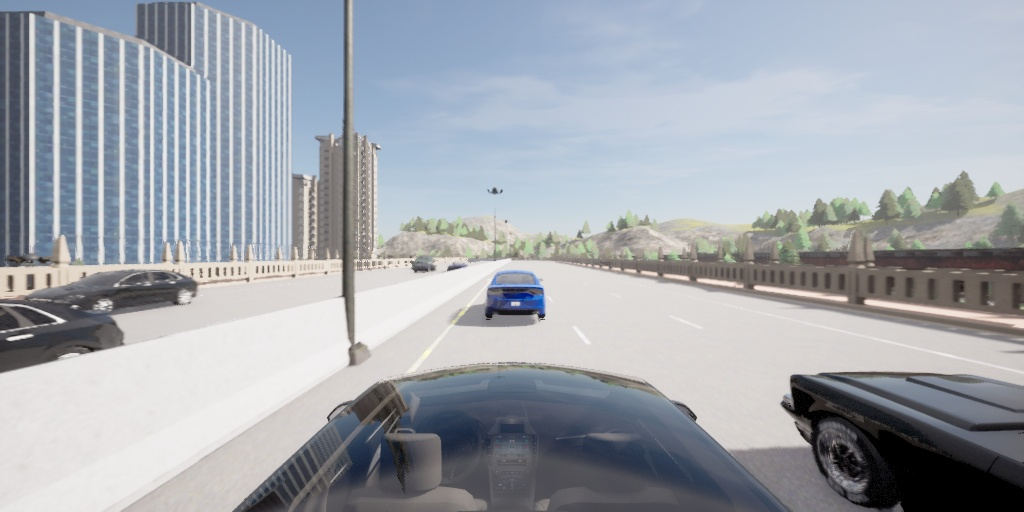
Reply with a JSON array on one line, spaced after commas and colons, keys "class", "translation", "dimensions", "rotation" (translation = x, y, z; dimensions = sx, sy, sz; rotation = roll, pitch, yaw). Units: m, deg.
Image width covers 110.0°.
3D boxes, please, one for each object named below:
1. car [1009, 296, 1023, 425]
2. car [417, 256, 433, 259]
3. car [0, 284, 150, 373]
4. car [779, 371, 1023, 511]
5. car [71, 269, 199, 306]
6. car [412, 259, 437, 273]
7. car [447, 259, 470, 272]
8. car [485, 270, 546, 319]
[{"class": "car", "translation": [7.100, 1.241, 1.903], "dimensions": [2.128, 1.511, 4.902], "rotation": [0, 0, 0]}, {"class": "car", "translation": [-13.544, 0.972, 55.248], "dimensions": [2.150, 2.045, 5.566], "rotation": [0, 0, 2]}, {"class": "car", "translation": [-7.099, 1.255, 3.626], "dimensions": [1.837, 1.490, 4.892], "rotation": [0, 0, 0]}, {"class": "car", "translation": [3.600, 1.351, 1.404], "dimensions": [1.895, 1.301, 4.718], "rotation": [0, 0, 0]}, {"class": "car", "translation": [-14.093, 1.256, 13.045], "dimensions": [1.837, 1.490, 4.892], "rotation": [0, 0, 0]}, {"class": "car", "translation": [-10.411, 1.353, 43.055], "dimensions": [1.895, 1.301, 4.718], "rotation": [0, 0, 1]}, {"class": "car", "translation": [-6.857, 1.353, 45.243], "dimensions": [1.895, 1.301, 4.718], "rotation": [0, 0, 2]}, {"class": "car", "translation": [0.106, 1.228, 12.804], "dimensions": [1.882, 1.535, 5.008], "rotation": [0, 0, 0]}]
